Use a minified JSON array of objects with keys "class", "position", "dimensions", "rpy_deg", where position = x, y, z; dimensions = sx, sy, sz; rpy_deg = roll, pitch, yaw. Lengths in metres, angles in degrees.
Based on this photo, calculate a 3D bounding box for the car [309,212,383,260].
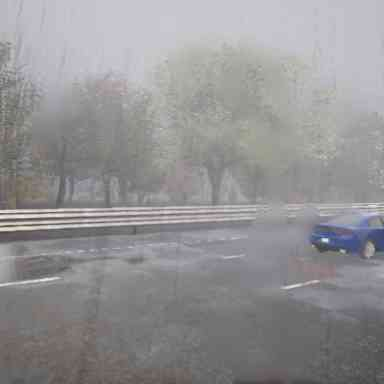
[{"class":"car","position":[6.630,1.510,12.640],"dimensions":[5.008,1.535,1.882],"rpy_deg":[1,0,-32]}]
